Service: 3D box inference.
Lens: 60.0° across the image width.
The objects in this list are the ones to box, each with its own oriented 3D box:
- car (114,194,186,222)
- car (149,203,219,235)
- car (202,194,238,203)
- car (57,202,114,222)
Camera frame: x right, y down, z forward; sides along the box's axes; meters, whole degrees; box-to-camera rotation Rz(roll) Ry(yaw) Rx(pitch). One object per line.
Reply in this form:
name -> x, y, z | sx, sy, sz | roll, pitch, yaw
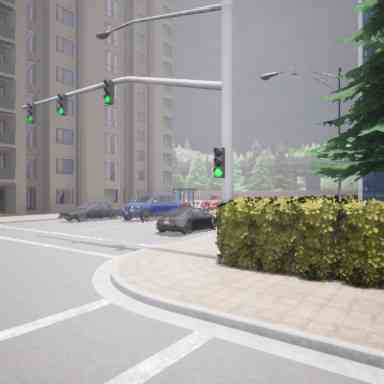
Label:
car -> -3.237, 1.221, 26.930 | 2.150, 2.045, 5.566 | 0, 0, 36
car -> -0.140, 1.564, 18.974 | 1.994, 1.385, 4.181 | 0, 0, 36
car -> 3.109, 1.221, 35.563 | 2.150, 2.045, 5.566 | 0, 0, 36
car -> -7.859, 1.547, 26.545 | 2.033, 1.411, 5.357 | 0, 0, 36
